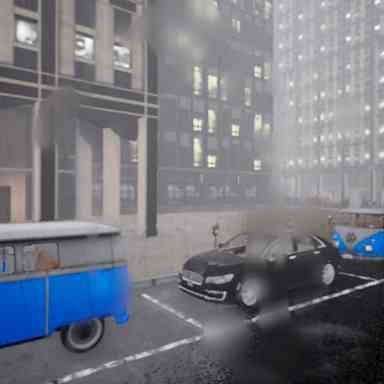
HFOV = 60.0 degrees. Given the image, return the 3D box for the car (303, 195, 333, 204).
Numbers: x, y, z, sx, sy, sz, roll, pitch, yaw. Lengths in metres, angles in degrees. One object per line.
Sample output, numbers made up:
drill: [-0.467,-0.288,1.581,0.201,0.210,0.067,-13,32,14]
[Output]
car: [20.235,1.222,53.755,1.802,1.307,4.206,2,0,-36]

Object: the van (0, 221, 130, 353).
van: [-2.848,1.342,4.529,3.998,1.788,1.690,0,0,-36]

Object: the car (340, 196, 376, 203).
car: [19.958,1.266,39.761,1.967,1.590,4.097,2,0,-36]

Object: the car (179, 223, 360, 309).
car: [1.750,1.579,7.808,4.403,1.369,2.008,0,0,-35]

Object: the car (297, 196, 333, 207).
car: [16.706,1.301,44.292,1.802,1.307,4.206,2,0,-36]

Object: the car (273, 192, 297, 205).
car: [13.468,0.927,48.823,2.192,1.841,5.009,2,0,-36]

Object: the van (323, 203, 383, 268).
van: [6.349,1.397,11.088,3.998,1.788,1.690,0,0,-36]
